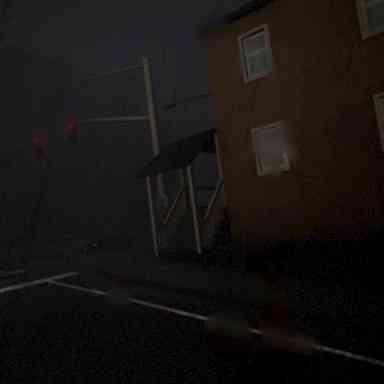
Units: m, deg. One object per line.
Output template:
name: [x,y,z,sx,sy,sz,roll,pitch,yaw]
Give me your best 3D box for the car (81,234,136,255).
car: [-6.459,4.083,26.159,1.812,1.442,4.674,-11,-12,35]
